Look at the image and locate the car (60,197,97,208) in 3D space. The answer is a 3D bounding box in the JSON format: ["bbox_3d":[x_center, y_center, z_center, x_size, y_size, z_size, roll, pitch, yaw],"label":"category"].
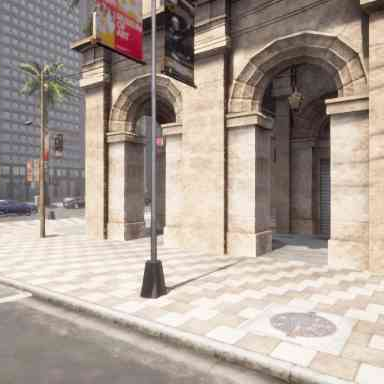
[{"bbox_3d":[-16.515,1.513,48.729,2.161,1.482,4.786,0,0,35],"label":"car"}]

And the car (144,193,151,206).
[{"bbox_3d":[-9.000,1.221,53.879,2.150,2.045,5.566,0,0,35],"label":"car"}]

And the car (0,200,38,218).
[{"bbox_3d":[-16.691,1.525,30.833,1.812,1.442,4.674,0,0,36],"label":"car"}]

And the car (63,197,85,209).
[{"bbox_3d":[-15.065,1.505,45.447,1.837,1.490,4.892,0,0,36],"label":"car"}]
